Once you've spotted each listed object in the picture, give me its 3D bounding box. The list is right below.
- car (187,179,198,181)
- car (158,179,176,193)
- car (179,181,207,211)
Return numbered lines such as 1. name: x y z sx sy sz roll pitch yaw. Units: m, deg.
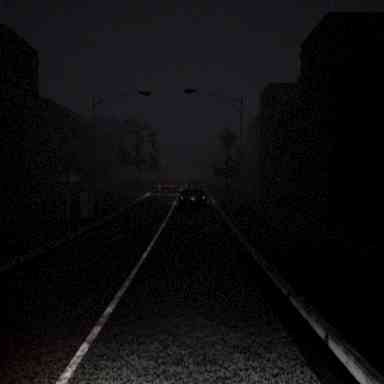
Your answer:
1. car: 0.049 -0.839 42.251 2.097 1.767 4.553 0 4 0
2. car: -3.138 -0.843 42.196 2.097 1.767 4.553 0 4 0
3. car: 0.067 0.369 25.885 2.097 1.767 4.553 0 4 0
